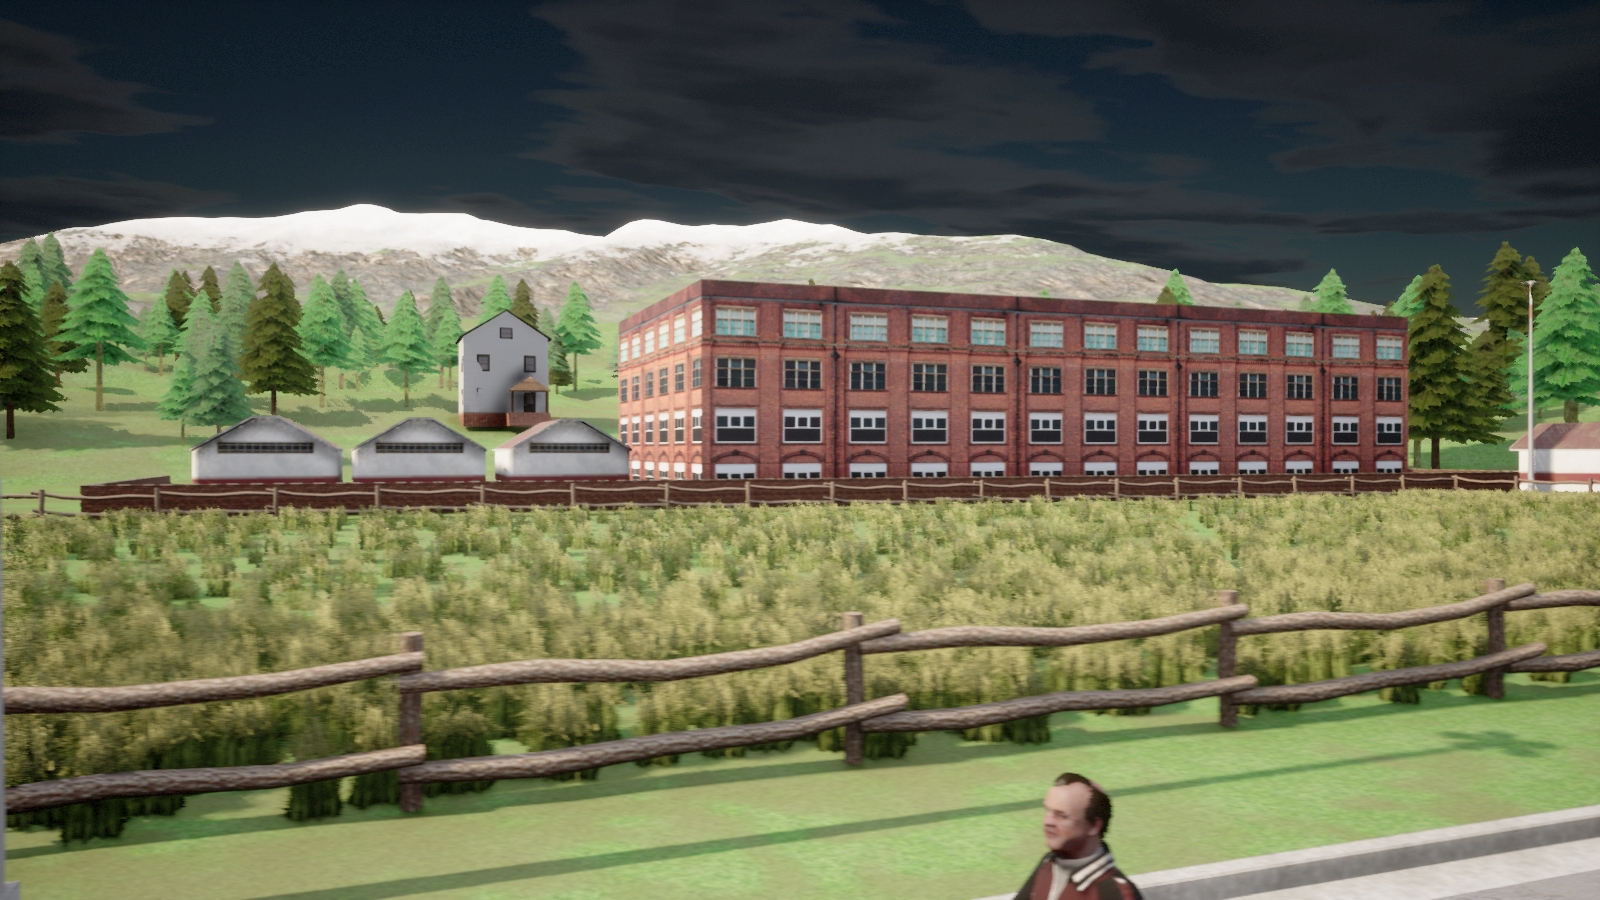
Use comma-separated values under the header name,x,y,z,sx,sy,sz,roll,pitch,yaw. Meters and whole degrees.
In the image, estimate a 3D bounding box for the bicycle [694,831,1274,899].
name,x,y,z,sx,sy,sz,roll,pitch,yaw
bicycle,0.603,2.060,3.512,1.835,1.471,0.329,0,0,-20
